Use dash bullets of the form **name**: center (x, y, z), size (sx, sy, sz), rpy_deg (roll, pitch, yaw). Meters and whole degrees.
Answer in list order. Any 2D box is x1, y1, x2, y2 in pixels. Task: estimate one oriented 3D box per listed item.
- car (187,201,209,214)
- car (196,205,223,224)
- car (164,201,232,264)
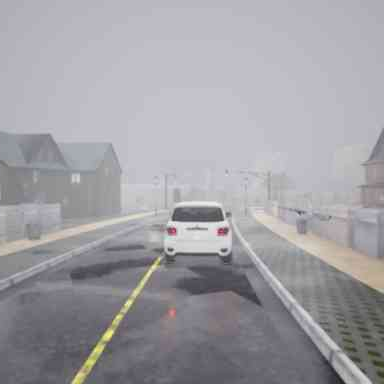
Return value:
- **car**: center (0.882, 1.999, 43.533), size (2.033, 1.411, 5.357), rpy_deg (0, -1, 10)
- **car**: center (1.573, 1.852, 28.293), size (1.994, 1.385, 4.181), rpy_deg (0, -1, 7)
- **car**: center (0.299, 1.343, 12.493), size (2.150, 2.045, 5.566), rpy_deg (0, 0, 3)
